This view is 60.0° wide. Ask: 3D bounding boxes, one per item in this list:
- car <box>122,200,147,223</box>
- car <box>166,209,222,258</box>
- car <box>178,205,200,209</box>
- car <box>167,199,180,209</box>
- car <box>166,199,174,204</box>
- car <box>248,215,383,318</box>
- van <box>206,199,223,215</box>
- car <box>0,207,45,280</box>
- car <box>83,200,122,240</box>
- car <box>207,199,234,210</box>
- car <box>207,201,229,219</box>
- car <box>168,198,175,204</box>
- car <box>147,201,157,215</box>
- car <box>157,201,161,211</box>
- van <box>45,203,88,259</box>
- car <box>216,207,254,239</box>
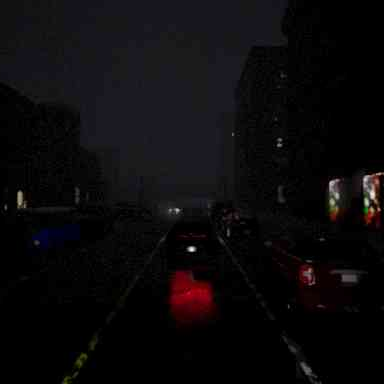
[{"bbox_3d":[-5.700,1.636,29.272,2.192,1.841,5.009,1,-1,0],"label":"car"},{"bbox_3d":[0.007,1.657,13.502,1.837,1.490,4.892,0,0,0],"label":"car"},{"bbox_3d":[-0.011,1.911,28.268,1.895,1.301,4.718,0,-1,0],"label":"car"},{"bbox_3d":[-3.075,2.181,56.524,1.994,1.385,4.181,0,-1,0],"label":"car"},{"bbox_3d":[-5.836,2.508,88.851,1.887,1.381,4.507,1,-1,0],"label":"car"},{"bbox_3d":[2.698,1.526,7.645,1.967,1.590,4.097,1,-1,0],"label":"car"},{"bbox_3d":[2.669,1.779,40.086,1.690,1.788,3.998,1,-1,0],"label":"van"},{"bbox_3d":[-5.680,1.401,7.645,2.192,1.841,5.009,1,-1,0],"label":"car"},{"bbox_3d":[-5.690,1.519,18.459,2.192,1.841,5.009,1,-1,0],"label":"car"},{"bbox_3d":[2.680,1.636,29.273,2.192,1.841,5.009,1,-1,0],"label":"car"},{"bbox_3d":[2.672,1.820,34.678,1.967,1.590,4.097,1,-1,0],"label":"car"},{"bbox_3d":[-5.765,2.569,94.532,1.887,1.381,4.507,1,-1,0],"label":"car"},{"bbox_3d":[-5.712,1.878,40.085,1.967,1.590,4.097,1,-1,0],"label":"car"},{"bbox_3d":[-5.725,2.106,50.897,2.008,1.369,4.403,1,-1,0],"label":"car"},{"bbox_3d":[-5.685,1.486,13.052,1.690,1.788,3.998,1,-1,0],"label":"van"},{"bbox_3d":[2.686,1.755,18.457,2.008,1.369,4.403,1,-1,0],"label":"car"}]
